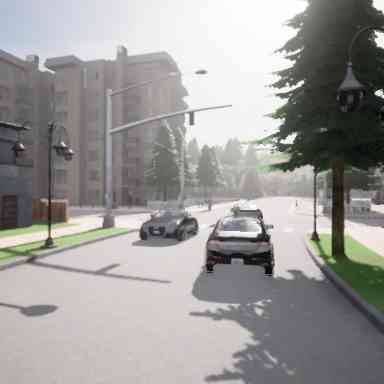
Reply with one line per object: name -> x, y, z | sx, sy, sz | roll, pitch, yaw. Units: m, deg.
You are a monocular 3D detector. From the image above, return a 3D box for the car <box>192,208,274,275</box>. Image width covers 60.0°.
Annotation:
car -> 1.558, 1.489, 10.555 | 2.128, 1.511, 4.902 | 0, 0, 11

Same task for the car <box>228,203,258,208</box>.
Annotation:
car -> 3.652, 1.497, 23.459 | 2.128, 1.511, 4.902 | 1, 0, -1

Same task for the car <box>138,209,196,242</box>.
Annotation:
car -> -1.019, 1.550, 16.347 | 1.994, 1.385, 4.181 | 0, 0, 15
